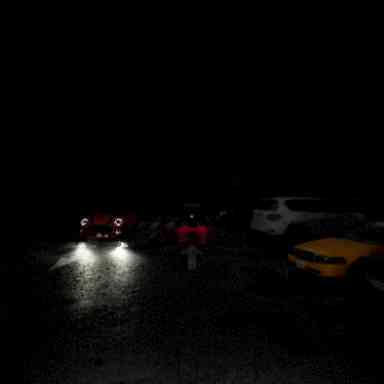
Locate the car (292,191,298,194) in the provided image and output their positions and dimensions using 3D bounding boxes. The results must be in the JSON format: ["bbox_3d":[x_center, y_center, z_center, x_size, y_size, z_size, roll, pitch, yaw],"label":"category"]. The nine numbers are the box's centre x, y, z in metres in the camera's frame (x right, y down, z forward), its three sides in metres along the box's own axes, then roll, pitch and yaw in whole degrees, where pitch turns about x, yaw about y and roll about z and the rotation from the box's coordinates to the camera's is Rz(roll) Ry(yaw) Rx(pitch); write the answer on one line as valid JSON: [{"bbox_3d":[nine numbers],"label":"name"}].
[{"bbox_3d":[11.729,1.220,36.990,5.566,2.045,2.150,0,0,-3],"label":"car"}]

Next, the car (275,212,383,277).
[{"bbox_3d":[5.198,1.478,9.126,5.366,1.575,1.946,1,0,-20],"label":"car"}]

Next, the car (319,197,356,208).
[{"bbox_3d":[20.948,1.521,48.273,2.163,1.488,4.792,0,-1,-21],"label":"car"}]

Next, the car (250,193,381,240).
[{"bbox_3d":[5.387,1.231,15.219,5.566,2.045,2.435,1,0,-20],"label":"car"}]

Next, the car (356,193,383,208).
[{"bbox_3d":[27.031,1.243,48.393,2.435,2.045,5.566,1,-1,-22],"label":"car"}]

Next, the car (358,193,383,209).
[{"bbox_3d":[18.351,1.238,31.213,2.435,2.045,5.566,0,1,-21],"label":"car"}]

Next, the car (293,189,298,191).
[{"bbox_3d":[18.002,-0.155,55.230,4.674,1.442,1.812,-4,0,-2],"label":"car"}]

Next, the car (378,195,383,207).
[{"bbox_3d":[30.027,1.370,48.522,2.185,1.767,4.553,1,-1,-22],"label":"car"}]

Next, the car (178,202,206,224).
[{"bbox_3d":[0.031,1.473,24.703,1.882,1.535,5.008,0,0,1],"label":"car"}]

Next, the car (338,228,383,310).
[{"bbox_3d":[5.381,1.524,6.184,4.674,1.452,2.002,1,0,-20],"label":"car"}]

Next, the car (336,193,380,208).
[{"bbox_3d":[23.971,1.242,48.356,2.435,2.045,5.566,0,-1,-21],"label":"car"}]

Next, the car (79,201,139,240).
[{"bbox_3d":[-4.088,1.349,16.957,2.097,1.767,4.553,0,0,1],"label":"car"}]
